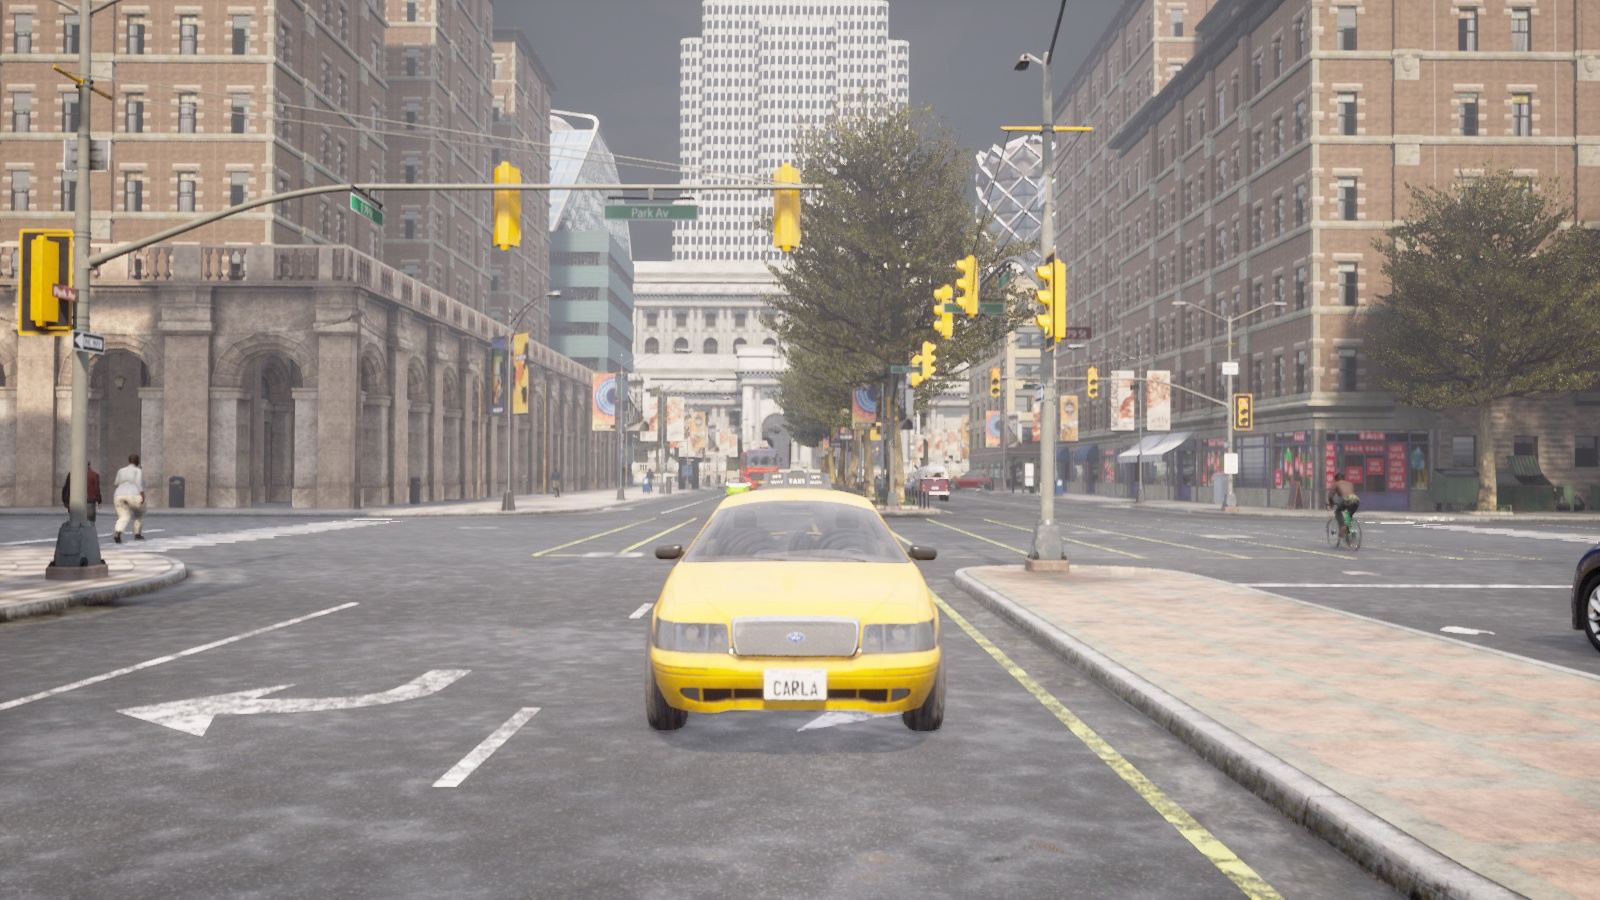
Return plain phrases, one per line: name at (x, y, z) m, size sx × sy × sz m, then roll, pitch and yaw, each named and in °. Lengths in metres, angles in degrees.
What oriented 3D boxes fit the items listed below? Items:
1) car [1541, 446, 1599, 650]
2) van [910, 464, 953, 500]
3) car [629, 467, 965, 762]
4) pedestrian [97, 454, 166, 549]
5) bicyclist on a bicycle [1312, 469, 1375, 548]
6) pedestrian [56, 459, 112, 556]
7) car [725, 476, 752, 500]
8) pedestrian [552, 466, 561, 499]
car at (7.978, 0.818, 9.444) m, size 2.097 × 1.767 × 4.553 m, roll 0°, pitch -1°, yaw 0°
van at (7.829, 1.890, 74.980) m, size 2.069 × 2.038 × 4.480 m, roll 0°, pitch -1°, yaw 0°
car at (-0.021, 0.930, 9.435) m, size 1.801 × 1.575 × 5.366 m, roll 0°, pitch -1°, yaw 0°
pedestrian at (-13.353, 1.022, 25.105) m, size 0.874 × 1.855 × 0.900 m, roll 0°, pitch -1°, yaw 3°
bicyclist on a bicycle at (11.439, 1.212, 26.493) m, size 0.582 × 1.620 × 1.656 m, roll 0°, pitch -1°, yaw 0°
pedestrian at (-13.883, 1.104, 24.368) m, size 0.634 × 1.844 × 0.899 m, roll 0°, pitch -1°, yaw -5°
car at (-3.660, 2.273, 75.256) m, size 1.481 × 1.376 × 2.207 m, roll 0°, pitch -1°, yaw 0°
pedestrian at (-13.704, 1.828, 70.574) m, size 0.370 × 1.835 × 0.726 m, roll 0°, pitch -1°, yaw 0°
